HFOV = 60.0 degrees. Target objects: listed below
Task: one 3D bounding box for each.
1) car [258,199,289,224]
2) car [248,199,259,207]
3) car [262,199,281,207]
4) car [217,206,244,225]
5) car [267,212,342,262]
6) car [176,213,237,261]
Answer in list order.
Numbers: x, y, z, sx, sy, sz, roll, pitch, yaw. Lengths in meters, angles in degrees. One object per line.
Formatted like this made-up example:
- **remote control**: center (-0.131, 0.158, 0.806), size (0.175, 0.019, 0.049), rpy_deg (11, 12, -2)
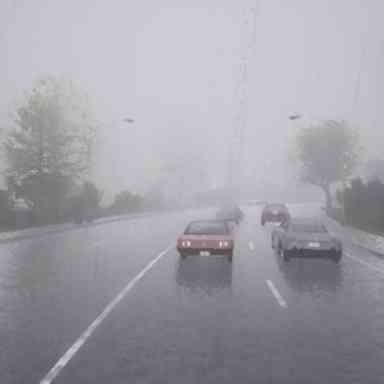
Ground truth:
- **car**: center (6.742, 1.622, 26.845), size (2.097, 1.767, 4.553), rpy_deg (0, -1, 15)
- **car**: center (12.790, 2.175, 66.801), size (1.812, 1.442, 4.674), rpy_deg (0, -1, 32)
- **car**: center (15.552, 2.148, 64.639), size (2.128, 1.511, 4.902), rpy_deg (0, -1, 33)
- **car**: center (3.086, 1.812, 26.759), size (2.033, 1.411, 5.357), rpy_deg (0, -1, 14)
- **car**: center (4.204, 1.693, 12.756), size (1.994, 1.385, 4.181), rpy_deg (0, 0, 7)
- **car**: center (0.692, 1.729, 12.938), size (1.895, 1.301, 4.718), rpy_deg (0, -1, 7)
